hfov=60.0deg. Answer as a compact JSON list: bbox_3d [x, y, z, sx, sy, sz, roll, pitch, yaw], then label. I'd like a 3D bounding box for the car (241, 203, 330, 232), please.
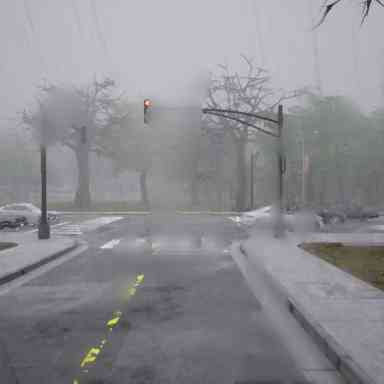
[{"bbox_3d":[5.281,1.541,19.630,4.674,1.442,1.812,0,0,0],"label":"car"}]

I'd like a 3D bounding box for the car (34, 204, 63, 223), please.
[{"bbox_3d":[-11.333,1.516,22.890,4.674,1.442,1.812,0,0,0],"label":"car"}]

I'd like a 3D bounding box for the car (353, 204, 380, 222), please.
[{"bbox_3d":[11.824,1.563,26.330,5.357,1.411,2.033,0,0,0],"label":"car"}]

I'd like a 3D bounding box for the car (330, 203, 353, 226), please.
[{"bbox_3d":[8.003,1.520,22.880,4.892,1.490,1.837,0,0,0],"label":"car"}]

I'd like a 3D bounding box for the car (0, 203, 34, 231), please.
[{"bbox_3d":[-12.659,1.540,19.636,5.357,1.411,2.033,0,0,0],"label":"car"}]
